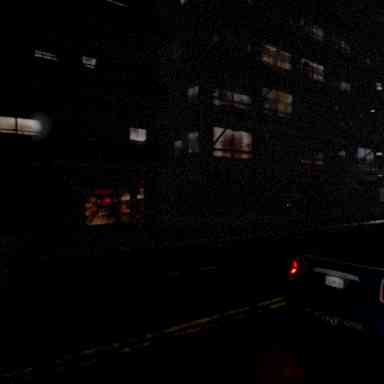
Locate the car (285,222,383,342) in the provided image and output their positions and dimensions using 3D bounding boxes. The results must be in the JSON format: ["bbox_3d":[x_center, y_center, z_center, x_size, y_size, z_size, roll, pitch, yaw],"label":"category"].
[{"bbox_3d":[3.871,1.388,6.280,4.553,1.767,2.097,0,0,-36],"label":"car"}]
